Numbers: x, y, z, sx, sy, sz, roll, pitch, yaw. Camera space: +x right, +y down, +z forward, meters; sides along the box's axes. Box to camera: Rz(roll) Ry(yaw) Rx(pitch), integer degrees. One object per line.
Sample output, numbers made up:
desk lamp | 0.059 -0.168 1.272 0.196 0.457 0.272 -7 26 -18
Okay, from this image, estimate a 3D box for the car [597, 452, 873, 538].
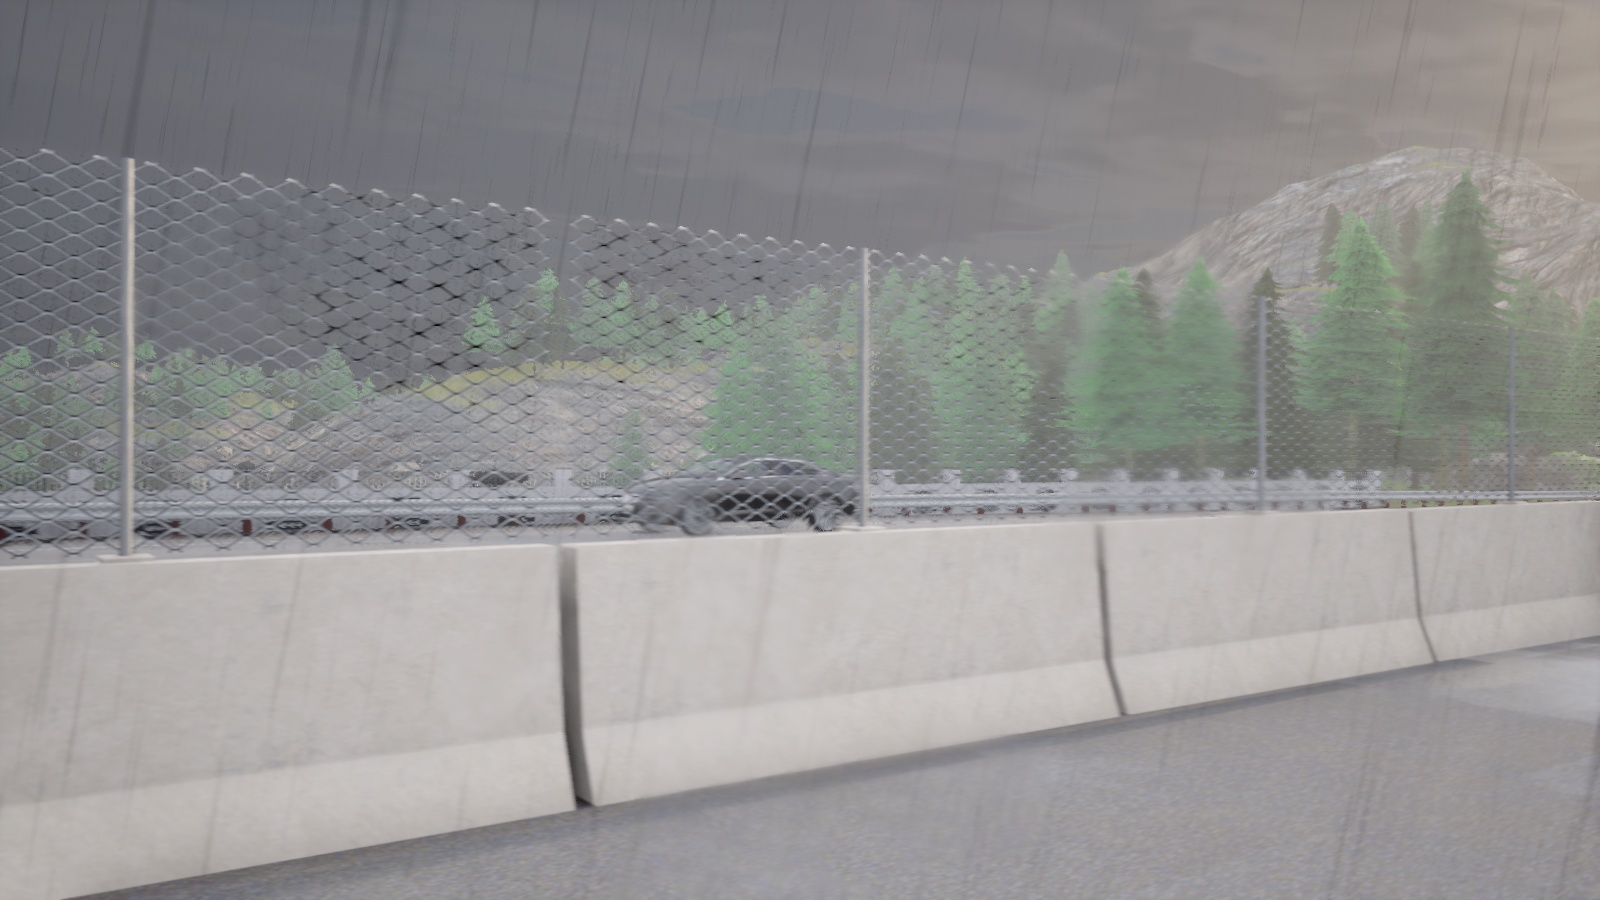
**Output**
car | -1.194 0.801 24.149 4.902 1.511 2.128 0 0 -35
